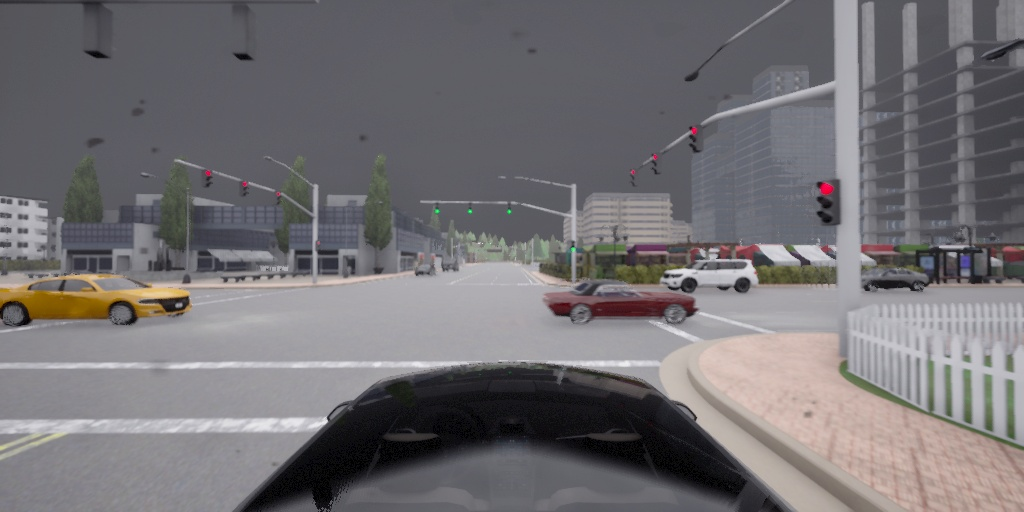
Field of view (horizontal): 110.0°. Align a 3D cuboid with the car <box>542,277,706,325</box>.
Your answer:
[{"bbox_3d":[3.427,1.471,11.751,4.718,1.301,1.895,0,-1,-1],"label":"car"}]

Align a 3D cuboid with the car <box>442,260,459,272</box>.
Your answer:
[{"bbox_3d":[-10.532,1.693,61.677,2.150,2.045,5.566,0,-1,1],"label":"car"}]

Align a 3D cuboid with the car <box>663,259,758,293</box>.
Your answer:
[{"bbox_3d":[12.332,1.221,22.550,5.566,2.045,2.150,0,-1,-1],"label":"car"}]

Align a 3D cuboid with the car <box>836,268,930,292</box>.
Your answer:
[{"bbox_3d":[23.491,1.495,22.827,4.902,1.511,2.128,0,-1,-1],"label":"car"}]

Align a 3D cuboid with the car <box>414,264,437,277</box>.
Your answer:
[{"bbox_3d":[-10.588,1.766,44.140,1.837,1.490,4.892,0,-1,0],"label":"car"}]

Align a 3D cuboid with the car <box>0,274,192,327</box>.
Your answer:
[{"bbox_3d":[-13.331,1.346,11.579,5.008,1.535,1.882,0,-1,-2],"label":"car"}]
